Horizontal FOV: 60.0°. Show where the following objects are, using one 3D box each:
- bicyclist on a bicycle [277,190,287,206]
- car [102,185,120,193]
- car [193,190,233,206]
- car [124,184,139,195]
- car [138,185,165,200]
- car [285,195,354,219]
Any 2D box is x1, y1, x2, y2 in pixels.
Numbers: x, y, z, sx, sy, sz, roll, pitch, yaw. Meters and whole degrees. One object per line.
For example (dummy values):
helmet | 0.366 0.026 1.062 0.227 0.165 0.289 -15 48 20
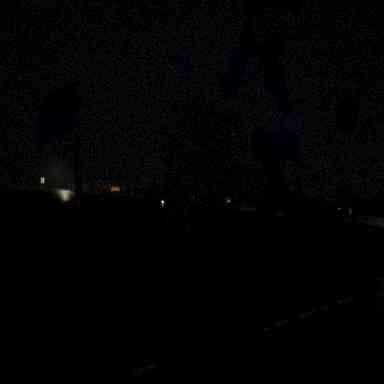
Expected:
bicyclist on a bicycle | 9.210 0.666 33.852 1.656 1.620 0.582 0 2 -35
car | -15.404 -0.662 63.186 1.882 1.535 5.008 0 2 -36
car | 2.054 0.544 33.584 2.128 1.511 4.902 0 2 -35
car | -9.490 -0.450 54.888 2.097 1.767 4.553 0 2 -36
car | -4.502 0.190 42.807 2.033 1.411 5.357 0 2 -35
car | 9.008 0.989 23.815 2.128 1.511 4.902 0 2 -35
